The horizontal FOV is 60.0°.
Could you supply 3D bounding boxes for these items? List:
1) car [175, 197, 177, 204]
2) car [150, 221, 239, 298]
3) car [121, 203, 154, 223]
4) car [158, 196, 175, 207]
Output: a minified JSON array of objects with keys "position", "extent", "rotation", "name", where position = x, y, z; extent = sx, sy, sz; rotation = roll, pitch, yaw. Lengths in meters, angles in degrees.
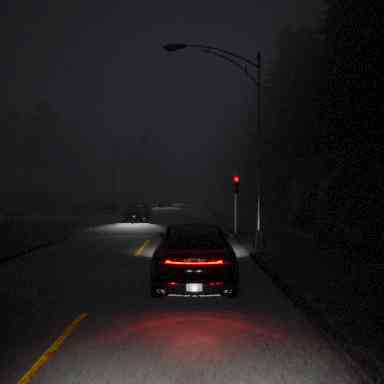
[{"position":[-4.022,1.477,65.410],"extent":[1.882,1.535,5.008],"rotation":[0,0,0],"name":"car"},{"position":[0.061,1.505,8.523],"extent":[1.837,1.490,4.892],"rotation":[0,0,0],"name":"car"},{"position":[-4.093,1.564,25.465],"extent":[1.994,1.385,4.181],"rotation":[0,0,0],"name":"car"},{"position":[-4.081,1.477,51.250],"extent":[1.882,1.535,5.008],"rotation":[0,0,0],"name":"car"}]
